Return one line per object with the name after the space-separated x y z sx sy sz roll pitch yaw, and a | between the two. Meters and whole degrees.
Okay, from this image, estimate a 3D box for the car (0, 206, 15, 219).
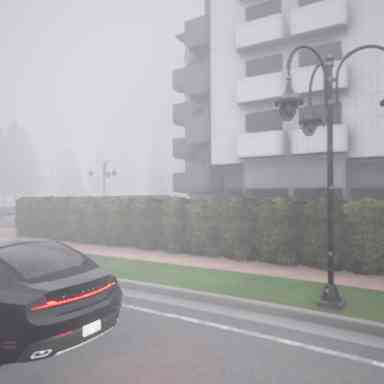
-18.072 1.687 28.302 2.033 1.411 5.357 0 0 32 | car

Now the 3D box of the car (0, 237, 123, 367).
-3.376 1.533 5.636 4.892 1.490 1.837 0 0 32 | car
